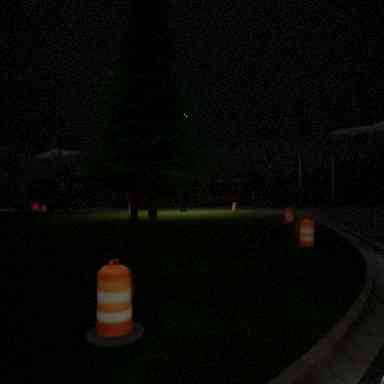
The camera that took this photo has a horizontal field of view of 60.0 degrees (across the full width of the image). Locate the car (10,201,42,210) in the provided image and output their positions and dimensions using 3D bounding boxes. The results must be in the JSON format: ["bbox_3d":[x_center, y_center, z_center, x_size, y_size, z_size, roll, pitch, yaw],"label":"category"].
[{"bbox_3d":[-28.942,2.378,57.433,5.008,1.535,1.882,-1,0,17],"label":"car"}]

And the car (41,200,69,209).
[{"bbox_3d":[-26.367,2.378,63.981,5.008,1.535,1.882,-1,0,17],"label":"car"}]

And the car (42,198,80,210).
[{"bbox_3d":[-21.411,1.976,55.278,5.566,2.045,2.150,-1,0,17],"label":"car"}]

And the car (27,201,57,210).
[{"bbox_3d":[-27.368,2.373,60.627,5.008,1.535,1.882,-1,0,17],"label":"car"}]
